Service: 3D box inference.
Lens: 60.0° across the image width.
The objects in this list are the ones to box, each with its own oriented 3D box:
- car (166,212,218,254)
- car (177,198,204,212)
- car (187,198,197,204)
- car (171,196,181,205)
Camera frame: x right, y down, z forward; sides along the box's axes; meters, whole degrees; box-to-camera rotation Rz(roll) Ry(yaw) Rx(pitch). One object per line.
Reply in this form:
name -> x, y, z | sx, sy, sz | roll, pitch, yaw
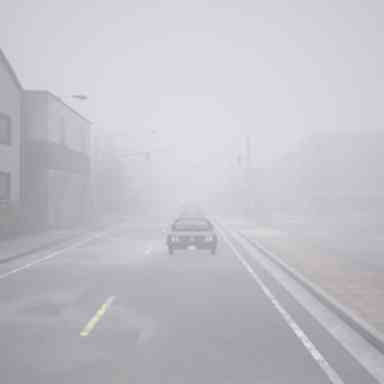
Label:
car -> 0.007, 1.734, 14.108 | 1.895, 1.301, 4.718 | 0, 0, 0
car -> -0.007, 1.623, 29.074 | 2.097, 1.767, 4.553 | 0, -1, -1
car -> 0.026, 2.108, 79.068 | 2.128, 1.511, 4.902 | 0, -1, 0
car -> -3.474, 1.941, 76.770 | 2.150, 2.045, 5.566 | 0, -1, 0
